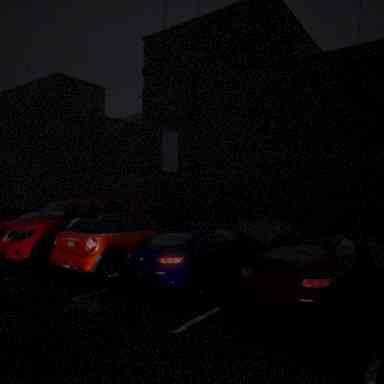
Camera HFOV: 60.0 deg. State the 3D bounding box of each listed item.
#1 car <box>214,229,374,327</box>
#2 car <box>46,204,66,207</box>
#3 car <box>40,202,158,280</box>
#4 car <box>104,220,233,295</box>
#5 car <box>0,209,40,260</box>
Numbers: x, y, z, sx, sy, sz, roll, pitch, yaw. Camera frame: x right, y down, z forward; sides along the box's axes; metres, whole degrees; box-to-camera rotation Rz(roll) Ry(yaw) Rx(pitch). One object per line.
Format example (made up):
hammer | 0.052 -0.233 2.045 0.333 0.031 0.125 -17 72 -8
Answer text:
car | 2.608 1.522 7.101 2.002 1.452 4.674 0 0 36
car | -8.586 1.524 15.153 2.163 1.488 4.792 0 0 36
car | -1.880 1.363 10.307 2.185 1.767 4.553 0 0 36
car | 0.267 1.526 8.792 2.002 1.452 4.674 0 0 36
car | -6.332 1.533 13.564 2.002 1.452 4.674 0 0 36
